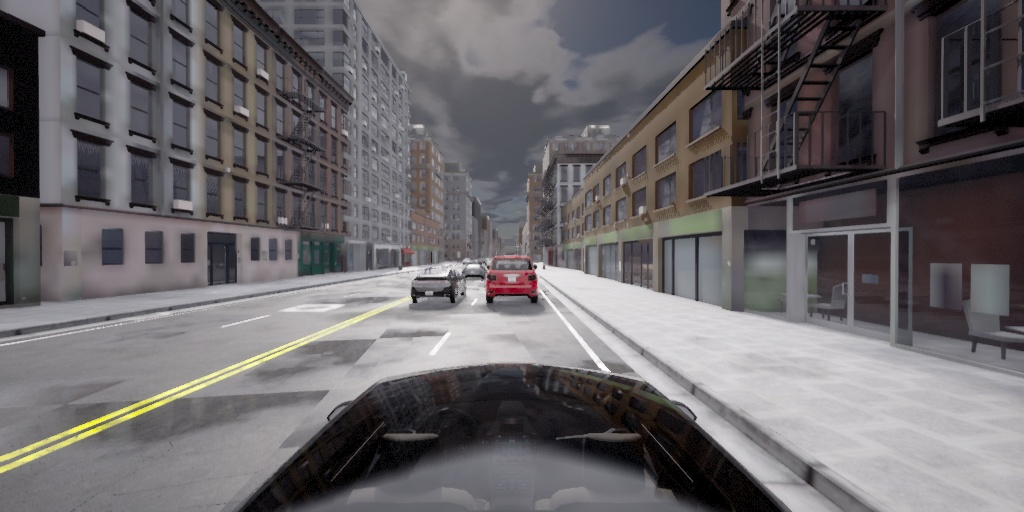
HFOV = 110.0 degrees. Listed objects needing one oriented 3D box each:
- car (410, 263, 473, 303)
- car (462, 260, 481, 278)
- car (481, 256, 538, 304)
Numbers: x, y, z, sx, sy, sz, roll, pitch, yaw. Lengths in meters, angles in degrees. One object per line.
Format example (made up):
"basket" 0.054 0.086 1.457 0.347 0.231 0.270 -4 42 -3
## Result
"car" -3.250 1.239 16.500 2.128 1.511 4.902 0 0 0
"car" -3.250 1.309 31.500 1.994 1.385 4.181 0 0 0
"car" 0.000 1.001 16.530 2.150 2.045 5.566 0 0 0
